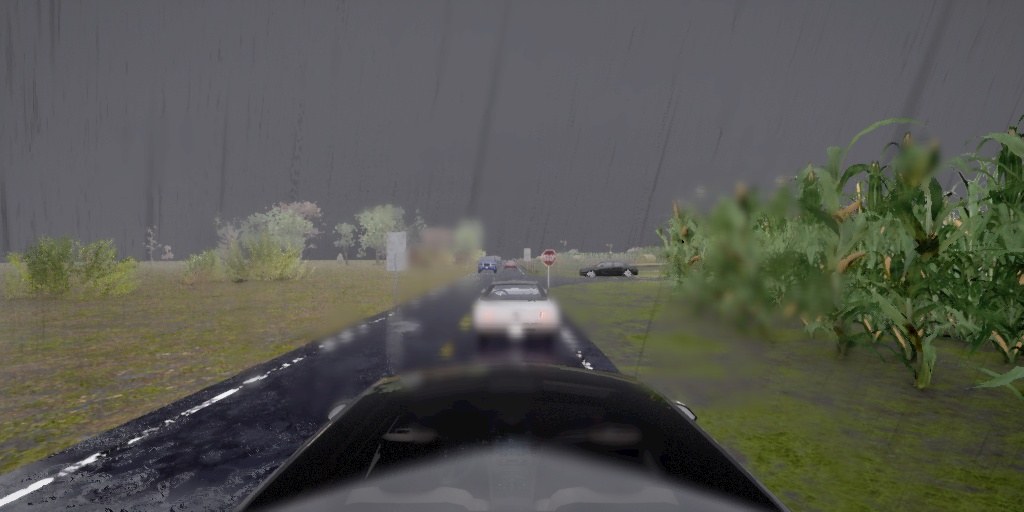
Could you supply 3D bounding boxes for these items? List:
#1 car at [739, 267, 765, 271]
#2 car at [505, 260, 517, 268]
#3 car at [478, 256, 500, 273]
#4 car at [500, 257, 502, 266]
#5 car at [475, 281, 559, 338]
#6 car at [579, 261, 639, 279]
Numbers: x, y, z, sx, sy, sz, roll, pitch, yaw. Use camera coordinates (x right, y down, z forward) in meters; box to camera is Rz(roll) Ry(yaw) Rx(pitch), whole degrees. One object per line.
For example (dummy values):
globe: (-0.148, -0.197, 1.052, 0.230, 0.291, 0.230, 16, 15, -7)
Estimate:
car: (20.270, 1.079, 31.243, 4.892, 1.490, 1.837, -2, -1, -1)
car: (-0.216, 1.370, 61.010, 1.994, 1.385, 4.181, 0, 0, -1)
car: (-2.965, 1.000, 44.270, 2.150, 2.045, 5.566, 0, 0, -1)
car: (-3.072, 1.285, 54.242, 2.128, 1.511, 4.902, 0, 0, -1)
car: (0.102, 1.353, 10.145, 1.895, 1.301, 4.718, 0, 0, 0)
car: (8.452, 1.175, 31.418, 5.008, 1.535, 1.882, -1, -1, 5)
